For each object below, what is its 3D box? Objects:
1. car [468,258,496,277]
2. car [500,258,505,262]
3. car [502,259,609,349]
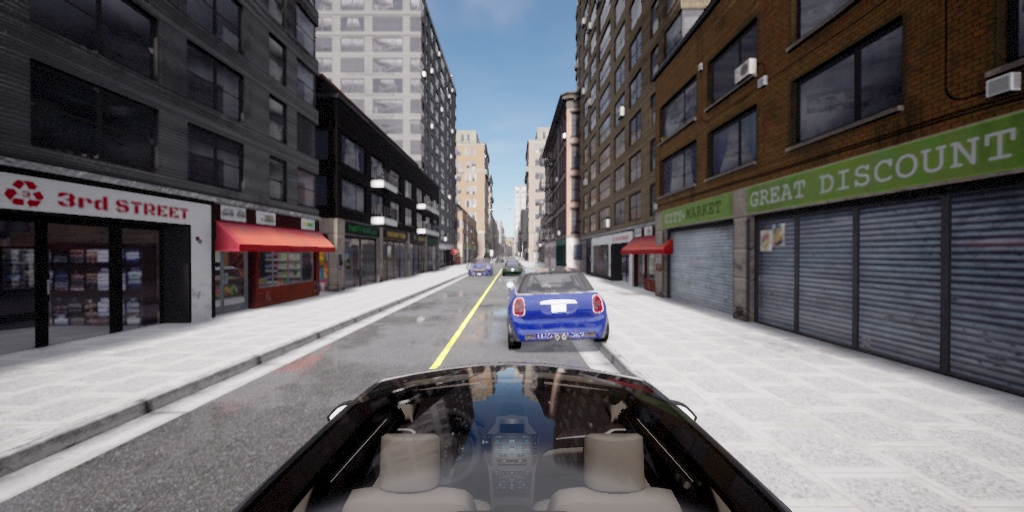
[{"bbox_3d":[-2.855,0.986,33.355,2.097,1.767,4.553,0,0,0],"label":"car"},{"bbox_3d":[0.061,1.192,34.946,1.994,1.385,4.181,0,0,0],"label":"car"},{"bbox_3d":[0.925,1.044,9.219,2.097,1.767,4.553,-2,0,0],"label":"car"}]
